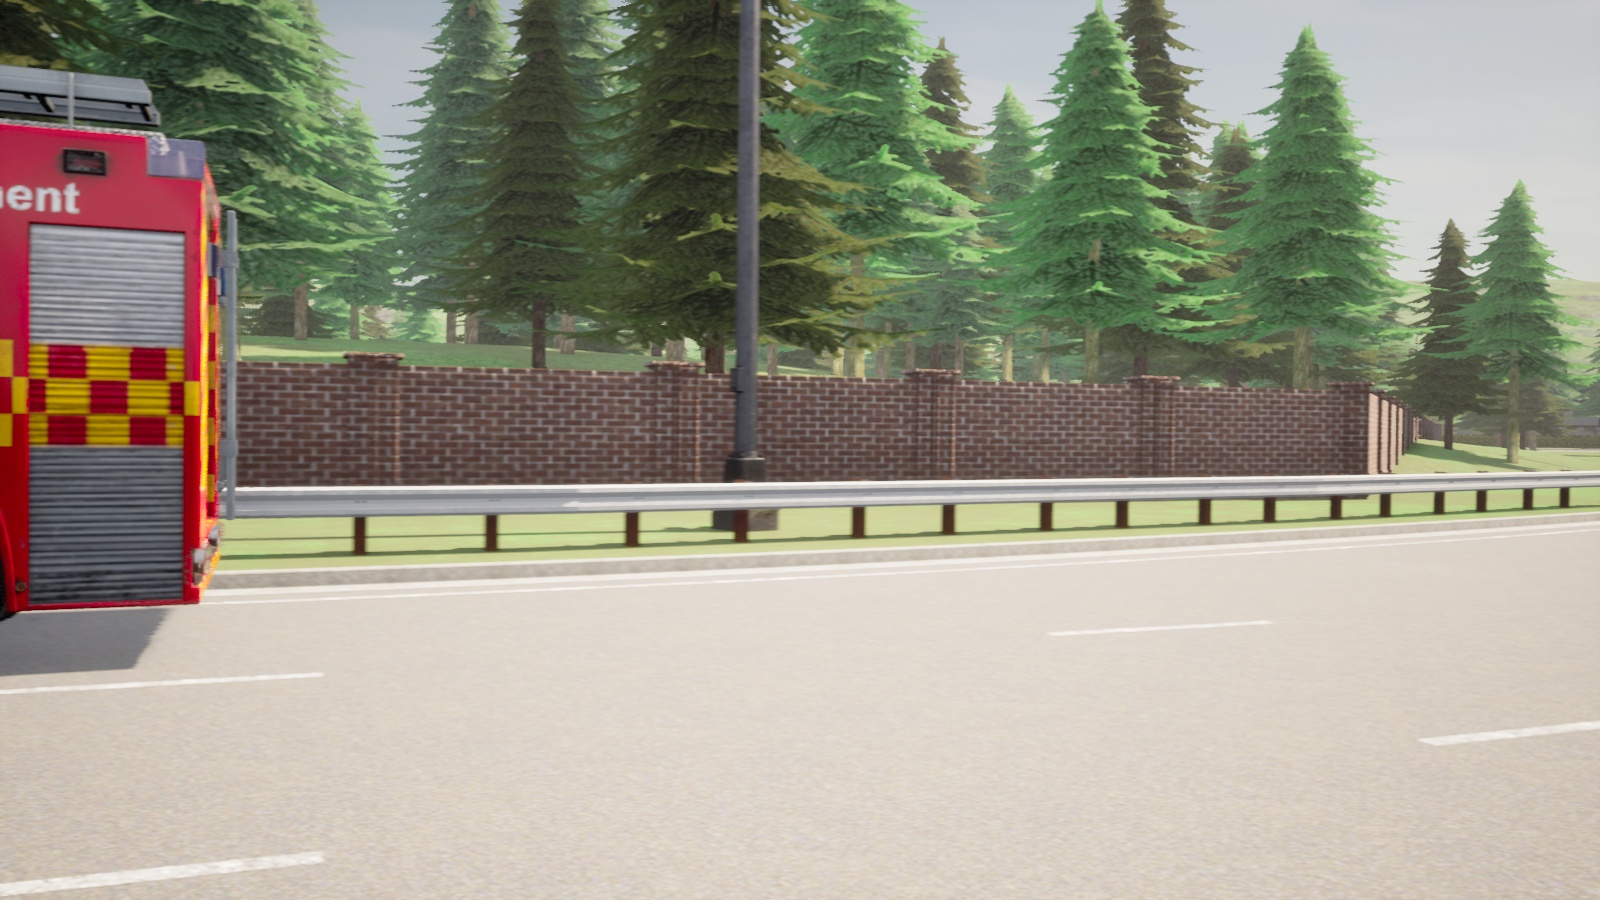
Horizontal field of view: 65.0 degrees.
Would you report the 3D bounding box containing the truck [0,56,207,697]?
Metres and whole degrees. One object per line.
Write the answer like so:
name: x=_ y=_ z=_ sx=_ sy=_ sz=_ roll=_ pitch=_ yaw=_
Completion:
truck: x=-8.370 y=-0.400 z=7.591 sx=8.468 sy=3.827 sz=2.891 roll=-1 pitch=1 yaw=-22
